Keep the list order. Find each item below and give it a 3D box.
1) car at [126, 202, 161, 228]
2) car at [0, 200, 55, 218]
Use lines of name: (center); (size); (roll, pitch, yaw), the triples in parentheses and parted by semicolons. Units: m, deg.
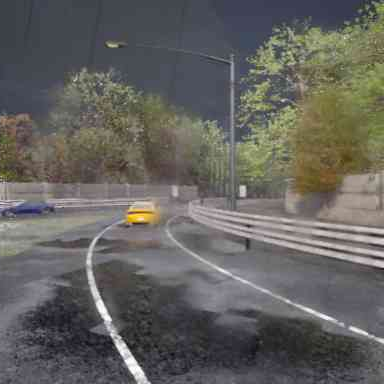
car: (-3.131, 1.406, 21.879); (1.882, 1.535, 5.008); (0, 0, -3)
car: (-14.721, 1.462, 29.698); (4.674, 1.442, 1.812); (0, 0, -38)
